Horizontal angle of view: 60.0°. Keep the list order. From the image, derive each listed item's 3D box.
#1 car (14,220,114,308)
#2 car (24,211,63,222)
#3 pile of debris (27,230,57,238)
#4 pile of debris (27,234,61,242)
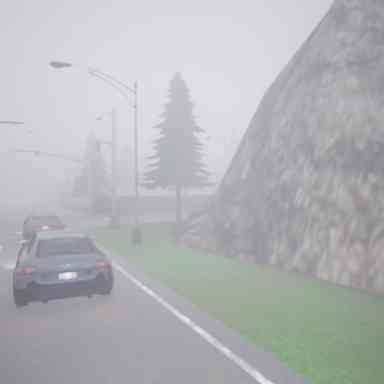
[{"bbox_3d":[-3.303,1.646,8.378,1.994,1.385,4.181,0,-1,-25],"label":"car"},{"bbox_3d":[-8.042,1.745,18.078,1.994,1.385,4.181,0,-1,-26],"label":"car"},{"bbox_3d":[-8.537,2.372,18.903,1.500,0.140,1.860,0,0,-27],"label":"pile of debris"},{"bbox_3d":[-7.643,2.353,17.114,1.500,0.140,1.860,0,0,-27],"label":"pile of debris"}]
